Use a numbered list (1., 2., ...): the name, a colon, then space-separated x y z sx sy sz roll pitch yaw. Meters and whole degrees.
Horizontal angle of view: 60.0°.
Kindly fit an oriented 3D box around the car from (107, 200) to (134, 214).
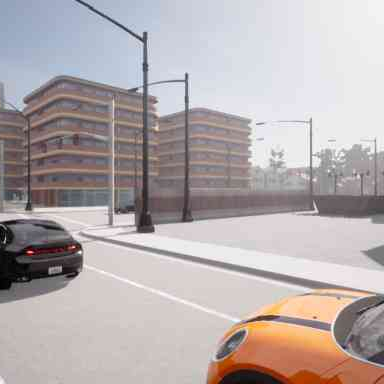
1. car: -6.209 1.547 35.078 5.357 1.411 2.033 0 0 -44

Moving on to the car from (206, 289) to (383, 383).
1. car: 2.278 1.352 2.333 4.553 1.767 2.097 0 0 40

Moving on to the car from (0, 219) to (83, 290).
1. car: -4.717 1.505 9.221 1.837 1.490 4.892 0 0 -43
